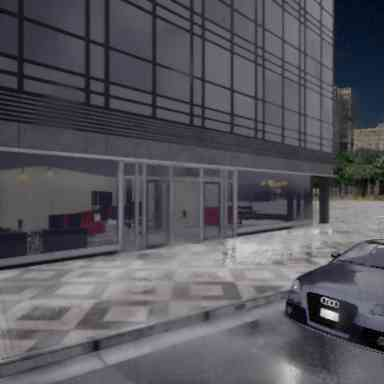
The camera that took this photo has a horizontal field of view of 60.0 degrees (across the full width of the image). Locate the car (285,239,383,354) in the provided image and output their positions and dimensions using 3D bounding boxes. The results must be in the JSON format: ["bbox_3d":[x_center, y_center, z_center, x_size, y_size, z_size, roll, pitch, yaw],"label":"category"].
[{"bbox_3d":[3.603,1.594,5.952,4.181,1.385,1.994,0,0,-36],"label":"car"}]
